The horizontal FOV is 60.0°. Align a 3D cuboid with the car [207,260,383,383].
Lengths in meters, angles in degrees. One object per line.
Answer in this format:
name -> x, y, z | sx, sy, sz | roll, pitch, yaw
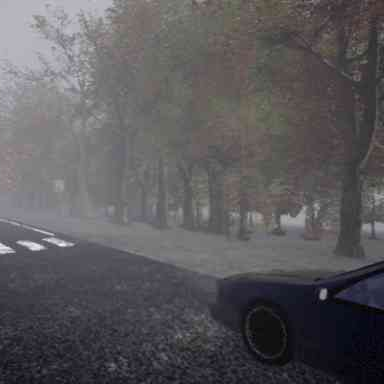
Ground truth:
car -> 2.552, 1.255, 2.916 | 2.033, 1.411, 5.357 | 7, -4, -40
